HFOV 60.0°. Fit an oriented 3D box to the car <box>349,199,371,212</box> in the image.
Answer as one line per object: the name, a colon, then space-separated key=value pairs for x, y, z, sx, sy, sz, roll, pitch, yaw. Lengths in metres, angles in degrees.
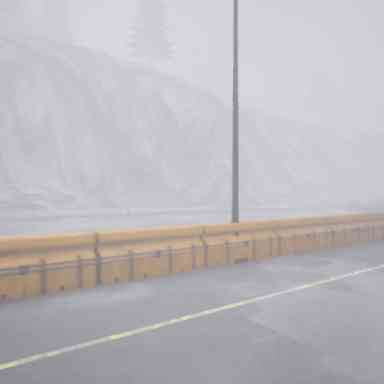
car: x=20.845 y=1.536 z=38.187 sx=5.008 sy=1.535 sz=1.882 roll=0 pitch=0 yaw=-27

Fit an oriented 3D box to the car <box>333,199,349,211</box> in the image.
car: x=19.814 y=1.586 z=41.585 sx=4.674 sy=1.442 sz=1.812 roll=0 pitch=0 yaw=-27

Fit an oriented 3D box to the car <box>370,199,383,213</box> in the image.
car: x=21.074 y=1.561 z=34.346 sx=4.892 sy=1.490 sz=1.837 roll=0 pitch=0 yaw=-28
